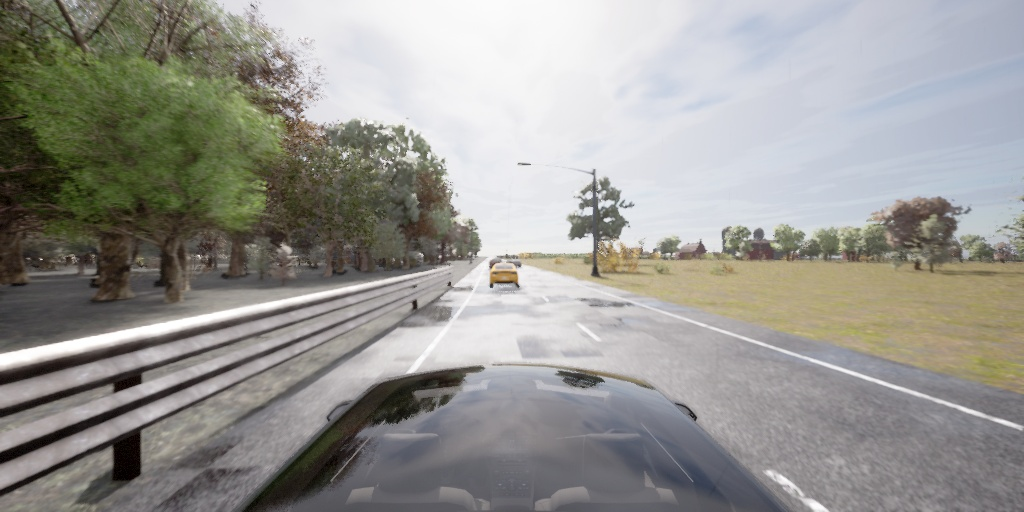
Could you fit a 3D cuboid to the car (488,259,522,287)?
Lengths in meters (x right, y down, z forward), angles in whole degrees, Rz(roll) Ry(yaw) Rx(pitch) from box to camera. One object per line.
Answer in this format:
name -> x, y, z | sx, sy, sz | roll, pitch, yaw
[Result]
car -> -0.585, 1.232, 24.689 | 1.882, 1.535, 5.008 | 0, 0, -3
